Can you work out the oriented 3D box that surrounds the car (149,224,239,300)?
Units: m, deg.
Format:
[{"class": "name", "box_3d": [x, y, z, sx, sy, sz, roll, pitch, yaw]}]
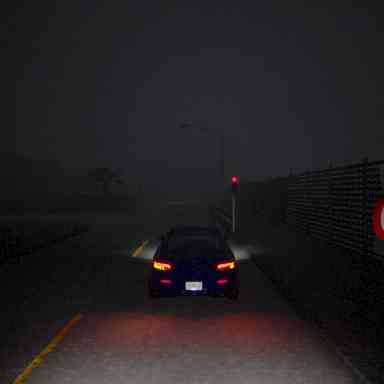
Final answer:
[{"class": "car", "box_3d": [0.055, 1.526, 8.290, 1.812, 1.442, 4.674, 0, 0, 1]}]
